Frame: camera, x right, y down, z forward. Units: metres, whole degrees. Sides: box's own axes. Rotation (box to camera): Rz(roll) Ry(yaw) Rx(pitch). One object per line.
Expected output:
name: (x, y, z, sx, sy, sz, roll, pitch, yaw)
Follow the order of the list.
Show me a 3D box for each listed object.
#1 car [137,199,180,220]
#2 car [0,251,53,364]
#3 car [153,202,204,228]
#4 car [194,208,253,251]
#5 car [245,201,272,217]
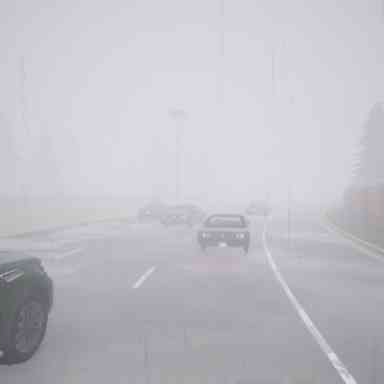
car: (-2.688, 1.467, 26.372, 1.994, 1.385, 4.181, 0, 0, 17)
car: (-3.254, 1.201, 2.686, 2.150, 2.045, 5.566, 0, 0, 2)
car: (-0.442, 1.474, 21.744, 2.033, 1.411, 5.357, 0, 0, 15)
car: (1.468, 1.560, 13.921, 1.895, 1.301, 4.718, 0, 0, 10)
car: (6.097, 1.485, 30.501, 1.994, 1.385, 4.181, 0, 0, 20)
